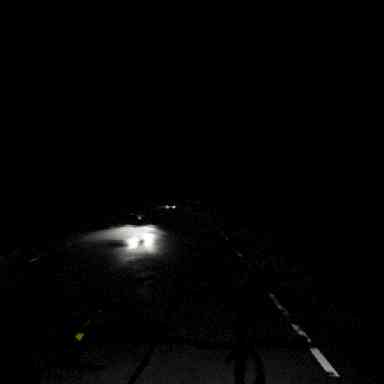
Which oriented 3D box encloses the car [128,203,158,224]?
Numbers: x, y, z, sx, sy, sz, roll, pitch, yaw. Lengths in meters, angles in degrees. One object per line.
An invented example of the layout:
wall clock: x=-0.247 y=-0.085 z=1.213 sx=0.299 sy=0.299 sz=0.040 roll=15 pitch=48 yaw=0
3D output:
car: x=-3.726 y=1.598 z=26.026 sx=2.128 sy=1.511 sz=4.902 roll=0 pitch=-1 yaw=-1

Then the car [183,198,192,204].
car: x=-0.996 y=2.112 z=76.354 sx=1.994 sy=1.385 sz=4.181 roll=0 pitch=-1 yaw=-2

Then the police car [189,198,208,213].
police car: x=0.916 y=1.687 z=41.909 sx=1.930 sy=1.638 sz=5.238 roll=0 pitch=-1 yaw=-1

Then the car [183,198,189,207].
car: x=-0.632 y=1.972 z=60.976 sx=2.128 sy=1.511 sz=4.902 roll=0 pitch=-1 yaw=-1

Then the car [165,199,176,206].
car: x=-4.291 y=2.113 z=67.350 sx=1.994 sy=1.385 sz=4.181 roll=0 pitch=-1 yaw=-1
